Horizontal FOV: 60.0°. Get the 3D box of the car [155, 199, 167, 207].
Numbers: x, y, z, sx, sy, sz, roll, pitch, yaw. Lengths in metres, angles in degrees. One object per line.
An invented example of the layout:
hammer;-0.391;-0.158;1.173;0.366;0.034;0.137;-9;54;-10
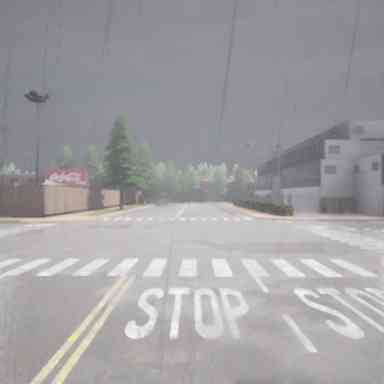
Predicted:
car;-6.430;2.296;69.982;2.128;1.511;4.902;0;-1;5
